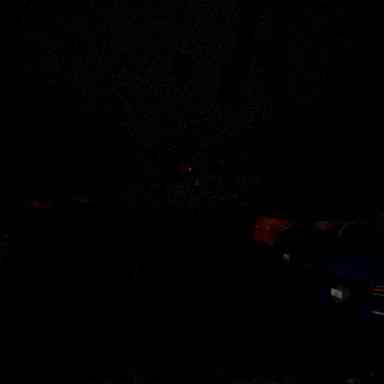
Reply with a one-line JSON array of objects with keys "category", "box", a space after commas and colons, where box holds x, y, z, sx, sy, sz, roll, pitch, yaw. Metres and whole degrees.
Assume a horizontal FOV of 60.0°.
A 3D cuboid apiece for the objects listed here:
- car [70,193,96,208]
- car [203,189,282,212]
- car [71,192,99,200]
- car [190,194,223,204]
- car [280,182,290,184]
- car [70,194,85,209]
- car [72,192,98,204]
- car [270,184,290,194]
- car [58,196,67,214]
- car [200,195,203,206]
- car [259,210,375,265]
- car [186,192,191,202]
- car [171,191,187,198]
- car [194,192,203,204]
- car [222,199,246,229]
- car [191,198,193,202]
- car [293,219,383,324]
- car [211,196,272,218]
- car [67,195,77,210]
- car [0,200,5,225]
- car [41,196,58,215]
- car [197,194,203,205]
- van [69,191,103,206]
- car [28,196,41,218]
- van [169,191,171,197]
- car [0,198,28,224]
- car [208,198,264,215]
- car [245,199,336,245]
[{"category": "car", "box": [-14.695, 1.241, 39.666, 5.366, 1.575, 1.946, -1, 0, -24]}, {"category": "car", "box": [4.166, 1.032, 27.519, 5.566, 2.045, 2.435, 1, 1, -23]}, {"category": "car", "box": [-15.306, 1.083, 45.500, 4.553, 1.767, 2.185, -1, 1, -25]}, {"category": "car", "box": [2.387, 1.125, 54.622, 4.792, 1.488, 2.163, 0, 0, -26]}, {"category": "car", "box": [19.989, -0.860, 67.285, 2.435, 2.045, 5.566, -7, 4, -30]}, {"category": "car", "box": [-14.646, 1.307, 36.632, 4.674, 1.452, 2.002, -1, 1, -24]}, {"category": "car", "box": [-15.259, 1.228, 42.461, 5.366, 1.575, 1.946, -1, 1, -24]}, {"category": "car", "box": [17.042, -0.277, 66.776, 2.002, 1.452, 4.674, -7, 4, -30]}, {"category": "car", "box": [-14.249, 1.179, 30.730, 4.553, 1.767, 2.185, -1, 1, -23]}, {"category": "car", "box": [3.688, 1.258, 36.586, 4.674, 1.452, 2.002, 1, 1, -24]}, {"category": "car", "box": [4.689, 1.415, 9.417, 4.892, 1.521, 2.231, 1, 0, -21]}, {"category": "car", "box": [2.327, 1.106, 51.561, 5.366, 1.575, 1.946, 0, 1, -26]}, {"category": "car", "box": [-2.710, 0.909, 92.146, 4.553, 1.767, 2.185, 0, 0, -30]}, {"category": "car", "box": [3.271, 1.176, 42.614, 4.892, 1.521, 2.231, 1, 1, -25]}, {"category": "car", "box": [4.518, 1.348, 18.482, 5.008, 1.535, 2.097, 1, 0, -22]}, {"category": "car", "box": [2.799, 1.007, 48.645, 4.553, 1.767, 2.185, 0, 1, -25]}, {"category": "car", "box": [4.741, 1.436, 6.399, 5.008, 1.535, 2.097, 1, 1, -21]}, {"category": "car", "box": [4.323, 1.305, 24.517, 5.008, 1.535, 2.097, 1, 1, -23]}, {"category": "car", "box": [-14.449, 1.326, 33.677, 4.674, 1.452, 2.002, -1, 1, -23]}, {"category": "car", "box": [-13.718, 1.411, 18.905, 4.792, 1.488, 2.163, -1, 0, -22]}, {"category": "car", "box": [-14.288, 1.324, 27.689, 5.366, 1.575, 1.946, -1, 1, -23]}, {"category": "car", "box": [3.478, 1.236, 39.603, 4.674, 1.452, 2.002, 0, 0, -24]}, {"category": "van", "box": [-15.499, 0.962, 48.488, 4.442, 1.987, 1.878, -1, 0, -25]}, {"category": "car", "box": [-14.009, 1.219, 24.797, 4.553, 1.767, 2.185, -1, 0, -22]}, {"category": "van", "box": [-3.305, 0.783, 95.063, 4.442, 1.987, 1.878, 0, 1, -30]}, {"category": "car", "box": [-13.846, 1.362, 21.847, 5.008, 1.535, 2.097, -1, 1, -22]}, {"category": "car", "box": [4.034, 1.301, 30.558, 4.674, 1.452, 2.002, 1, 0, -23]}, {"category": "car", "box": [4.635, 1.267, 12.436, 4.553, 1.767, 2.185, 1, 0, -21]}]
